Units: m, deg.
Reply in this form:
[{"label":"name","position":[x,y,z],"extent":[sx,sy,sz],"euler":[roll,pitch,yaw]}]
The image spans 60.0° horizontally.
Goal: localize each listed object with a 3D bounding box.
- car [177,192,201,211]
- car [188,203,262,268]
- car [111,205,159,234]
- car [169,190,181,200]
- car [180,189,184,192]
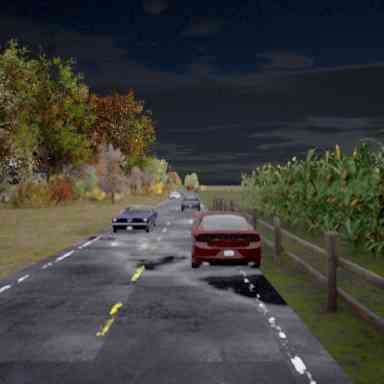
[{"label":"car","position":[-0.116,1.068,33.240],"extent":[2.128,1.511,4.902],"euler":[0,1,0]},{"label":"car","position":[0.911,1.339,10.736],"extent":[1.882,1.535,5.008],"euler":[0,1,0]},{"label":"car","position":[-2.935,1.371,17.844],"extent":[1.895,1.301,4.718],"euler":[0,1,0]},{"label":"car","position":[-3.089,0.758,60.646],"extent":[1.812,1.442,4.674],"euler":[0,1,0]},{"label":"car","position":[-0.178,0.746,47.820],"extent":[2.097,1.767,4.553],"euler":[0,1,0]}]
